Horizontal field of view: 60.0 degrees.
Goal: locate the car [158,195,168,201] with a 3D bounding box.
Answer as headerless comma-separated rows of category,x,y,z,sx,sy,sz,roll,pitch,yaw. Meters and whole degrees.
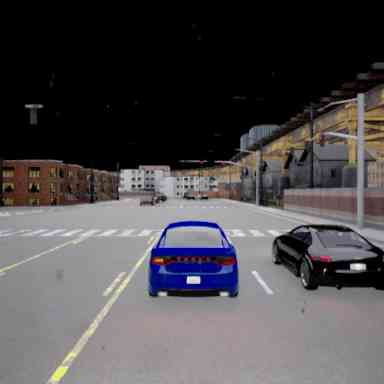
car,-7.229,1.520,84.127,2.033,1.411,5.357,0,0,0

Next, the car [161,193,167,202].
car,-7.200,1.208,73.620,2.150,2.045,5.566,0,0,0

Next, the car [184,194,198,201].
car,-0.252,1.325,86.736,2.097,1.767,4.553,0,0,-3

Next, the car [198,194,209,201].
car,3.234,1.451,87.634,1.882,1.535,5.008,0,0,-3

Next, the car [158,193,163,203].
car,-7.224,1.511,63.386,1.812,1.442,4.674,0,0,0

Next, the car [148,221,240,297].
car,0.038,1.476,8.615,1.882,1.535,5.008,0,0,0

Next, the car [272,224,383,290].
car,3.541,1.562,9.080,1.994,1.385,4.181,0,0,0

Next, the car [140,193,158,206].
car,-7.232,1.339,54.586,2.097,1.767,4.553,0,0,0
